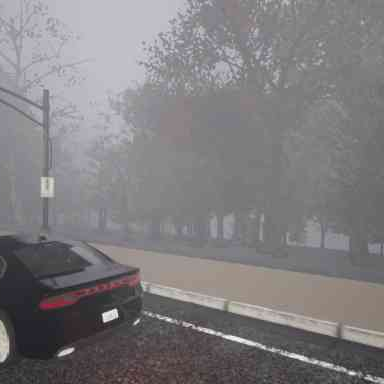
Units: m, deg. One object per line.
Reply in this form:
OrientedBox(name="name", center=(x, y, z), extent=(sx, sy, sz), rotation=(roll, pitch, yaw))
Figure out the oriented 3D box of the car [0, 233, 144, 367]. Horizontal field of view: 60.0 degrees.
OrientedBox(name="car", center=(-3.063, 1.477, 5.864), extent=(5.008, 1.535, 1.882), rotation=(0, 0, 37))
